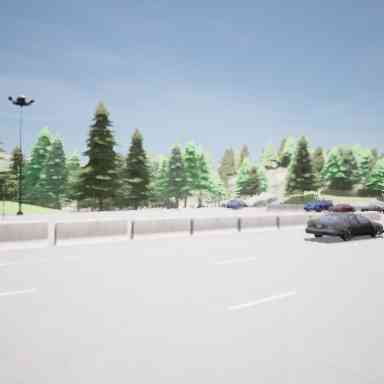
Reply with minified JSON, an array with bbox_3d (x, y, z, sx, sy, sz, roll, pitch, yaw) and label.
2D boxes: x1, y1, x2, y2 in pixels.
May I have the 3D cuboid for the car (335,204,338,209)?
[{"bbox_3d":[22.406,2.488,49.732,5.008,1.535,1.882,2,-1,-34],"label":"car"}]

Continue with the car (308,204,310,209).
[{"bbox_3d":[20.064,2.206,52.362,5.566,2.045,2.150,2,-1,-34],"label":"car"}]

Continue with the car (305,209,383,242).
[{"bbox_3d":[8.517,1.857,18.416,5.357,1.411,2.033,2,-1,-35],"label":"car"}]

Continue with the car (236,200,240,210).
[{"bbox_3d":[7.168,2.097,55.464,1.882,1.535,5.008,2,0,21],"label":"car"}]

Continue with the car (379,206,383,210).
[{"bbox_3d":[35.562,3.049,58.773,5.008,1.535,1.882,2,-1,-35],"label":"car"}]
